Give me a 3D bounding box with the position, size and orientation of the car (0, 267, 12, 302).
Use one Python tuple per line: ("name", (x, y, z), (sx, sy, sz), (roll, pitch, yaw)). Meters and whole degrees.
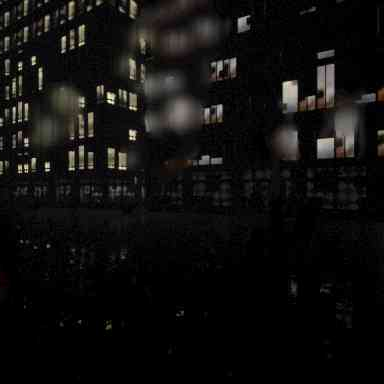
("car", (-5.559, 1.526, 6.817), (4.829, 1.417, 1.752), (0, 0, 35))
